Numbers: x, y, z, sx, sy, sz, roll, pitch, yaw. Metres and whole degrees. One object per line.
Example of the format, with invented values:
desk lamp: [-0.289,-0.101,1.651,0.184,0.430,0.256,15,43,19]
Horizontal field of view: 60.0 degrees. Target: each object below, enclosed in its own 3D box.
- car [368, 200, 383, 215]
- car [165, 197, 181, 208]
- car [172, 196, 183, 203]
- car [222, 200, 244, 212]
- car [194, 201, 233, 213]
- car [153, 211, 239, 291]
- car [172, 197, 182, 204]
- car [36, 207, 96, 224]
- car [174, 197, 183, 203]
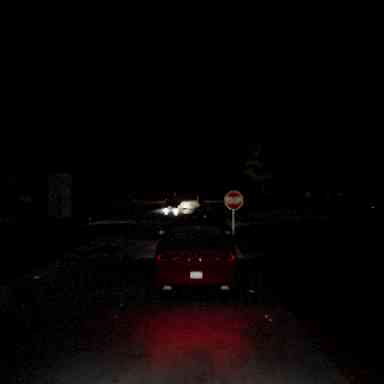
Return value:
car: [17.723,1.262,28.955,4.181,1.385,1.994,-1,1,0]
car: [-3.101,1.798,51.385,1.895,1.301,4.718,0,0,-1]
car: [-3.160,1.592,60.371,2.097,1.767,4.553,0,0,0]
car: [3.588,1.552,36.213,4.181,1.385,1.994,-5,-1,42]
car: [1.121,1.575,20.603,1.837,1.490,4.892,-1,0,15]
car: [0.077,1.507,9.092,1.882,1.535,5.008,0,0,0]
car: [-3.211,1.774,70.712,1.882,1.535,5.008,0,0,-1]
car: [-10.515,1.927,27.903,4.718,1.301,1.895,-1,1,15]
car: [-3.319,1.920,82.744,1.994,1.385,4.181,0,0,-1]
